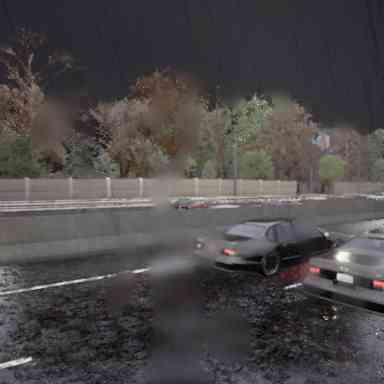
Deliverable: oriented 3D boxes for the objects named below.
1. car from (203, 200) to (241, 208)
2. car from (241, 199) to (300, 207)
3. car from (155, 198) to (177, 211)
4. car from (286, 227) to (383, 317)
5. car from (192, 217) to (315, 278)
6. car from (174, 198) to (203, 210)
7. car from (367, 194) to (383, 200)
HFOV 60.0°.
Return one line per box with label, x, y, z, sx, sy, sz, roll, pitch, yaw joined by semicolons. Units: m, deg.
car;3.574;1.393;28.034;4.718;1.301;1.895;-1;0;-35
car;6.500;1.271;25.820;4.902;1.511;2.128;-1;0;-35
car;-1.385;1.330;33.080;4.674;1.442;1.812;-1;0;-36
car;4.606;1.462;7.032;5.357;1.411;2.033;-1;0;-35
car;2.566;1.463;9.877;5.357;1.411;2.033;-1;0;-35
car;1.106;1.399;30.572;4.718;1.301;1.895;-1;0;-35
car;31.818;0.972;56.663;4.718;1.301;1.895;-1;0;-35
